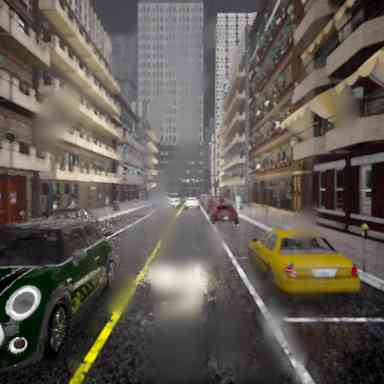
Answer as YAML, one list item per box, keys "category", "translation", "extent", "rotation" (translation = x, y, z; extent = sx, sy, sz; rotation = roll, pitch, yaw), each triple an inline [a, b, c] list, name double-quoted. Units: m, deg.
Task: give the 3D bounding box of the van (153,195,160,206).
- category: "van"
  translation: [-5.328, 1.324, 52.936]
  extent: [1.690, 1.788, 3.998]
  rotation: [-1, 0, 0]

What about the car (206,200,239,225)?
- category: "car"
  translation: [2.226, 1.519, 23.904]
  extent: [1.812, 1.442, 4.674]
  rotation: [0, 0, 0]

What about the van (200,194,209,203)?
- category: "van"
  translation: [2.551, 1.316, 69.603]
  extent: [1.690, 1.788, 3.998]
  rotation: [-1, 0, 0]

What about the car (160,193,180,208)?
- category: "car"
  translation: [-2.838, 1.204, 47.402]
  extent: [2.150, 2.045, 5.566]
  rotation: [0, 0, 0]

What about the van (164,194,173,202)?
- category: "van"
  translation: [-5.329, 1.313, 75.132]
  extent: [1.690, 1.788, 3.998]
  rotation: [-1, 0, 0]

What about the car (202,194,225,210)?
- category: "car"
  translation: [2.552, 1.304, 36.309]
  extent: [2.192, 1.841, 5.009]
  rotation: [-1, 0, 0]

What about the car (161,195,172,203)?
- category: "car"
  translation: [-5.328, 1.415, 69.583]
  extent: [1.967, 1.590, 4.097]
  rotation: [-1, 0, 0]

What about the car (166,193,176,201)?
- category: "car"
  translation: [-5.330, 1.280, 86.231]
  extent: [2.192, 1.841, 5.009]
  rotation: [-1, 0, 0]

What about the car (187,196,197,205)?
- category: "car"
  translation: [-0.002, 1.506, 58.073]
  extent: [1.812, 1.442, 4.674]
  rotation: [0, 0, 0]

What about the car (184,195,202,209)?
- category: "car"
  translation: [0.026, 1.512, 44.588]
  extent: [1.812, 1.442, 4.674]
  rotation: [0, 0, 0]

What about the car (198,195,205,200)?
- category: "car"
  translation: [2.553, 1.506, 91.799]
  extent: [1.887, 1.381, 4.507]
  rotation: [-1, 0, 0]

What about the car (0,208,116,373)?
- category: "car"
  translation: [-2.850, 1.351, 5.957]
  extent: [2.097, 1.767, 4.553]
  rotation: [0, 0, 0]

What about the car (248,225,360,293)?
- category: "car"
  translation: [2.556, 1.524, 8.734]
  extent: [1.752, 1.417, 4.829]
  rotation: [-1, 0, 0]
